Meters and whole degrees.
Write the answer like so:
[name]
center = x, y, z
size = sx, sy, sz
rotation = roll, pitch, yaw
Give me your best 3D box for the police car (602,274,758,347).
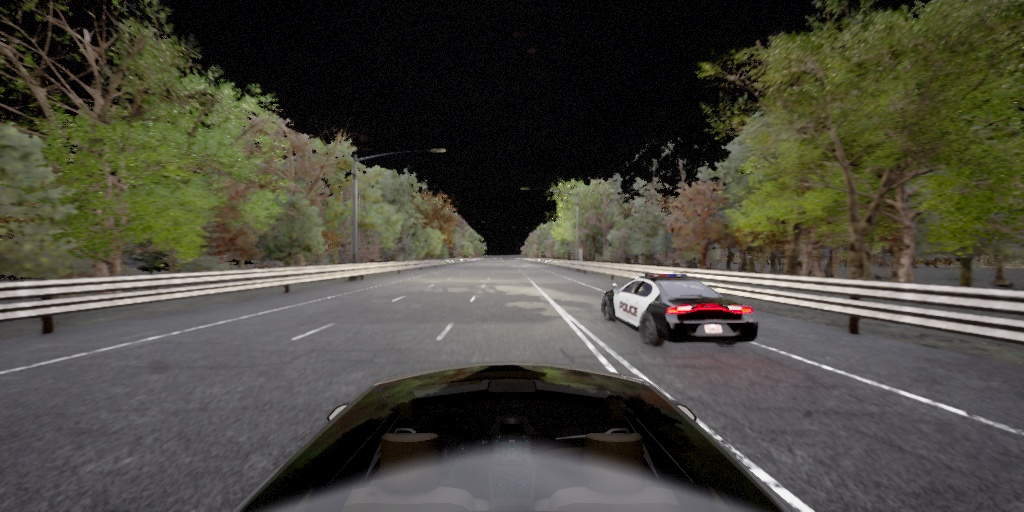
[police car]
center = 3.858, 1.247, 9.436
size = 2.038, 1.542, 4.974
rotation = 0, 0, -2
